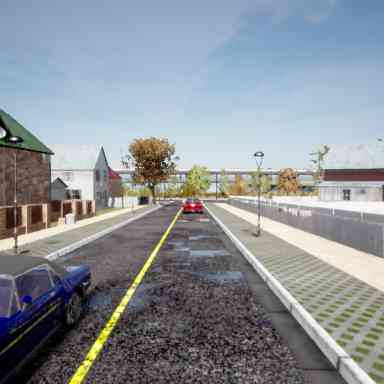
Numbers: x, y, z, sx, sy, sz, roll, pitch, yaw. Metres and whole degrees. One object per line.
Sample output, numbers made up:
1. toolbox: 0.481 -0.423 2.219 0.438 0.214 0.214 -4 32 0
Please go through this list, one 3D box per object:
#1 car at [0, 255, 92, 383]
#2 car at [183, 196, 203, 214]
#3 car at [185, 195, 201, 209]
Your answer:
1. car: -2.844 1.598 4.154 1.895 1.301 4.718 0 0 0
2. car: 0.097 1.346 35.347 2.097 1.767 4.553 0 0 0
3. car: 0.099 1.354 45.108 2.097 1.767 4.553 0 0 0
